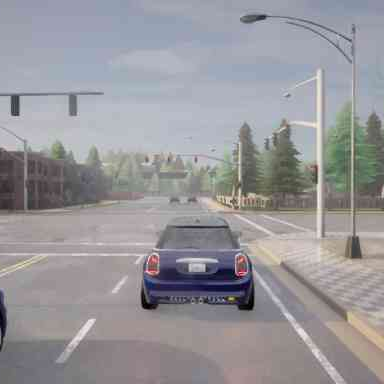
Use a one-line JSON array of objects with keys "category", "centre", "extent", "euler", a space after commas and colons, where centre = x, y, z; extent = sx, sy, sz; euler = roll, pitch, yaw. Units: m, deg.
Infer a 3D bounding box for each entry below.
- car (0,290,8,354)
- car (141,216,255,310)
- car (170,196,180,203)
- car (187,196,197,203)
[{"category": "car", "centre": [-3.441, 1.478, 2.522], "extent": [1.882, 1.535, 5.008], "euler": [0, 0, 0]}, {"category": "car", "centre": [0.158, 1.352, 7.976], "extent": [2.097, 1.767, 4.553], "euler": [0, 0, 2]}, {"category": "car", "centre": [-3.463, 1.505, 68.266], "extent": [1.837, 1.490, 4.892], "euler": [0, 0, 0]}, {"category": "car", "centre": [0.037, 1.505, 68.264], "extent": [1.837, 1.490, 4.892], "euler": [0, 0, 0]}]
